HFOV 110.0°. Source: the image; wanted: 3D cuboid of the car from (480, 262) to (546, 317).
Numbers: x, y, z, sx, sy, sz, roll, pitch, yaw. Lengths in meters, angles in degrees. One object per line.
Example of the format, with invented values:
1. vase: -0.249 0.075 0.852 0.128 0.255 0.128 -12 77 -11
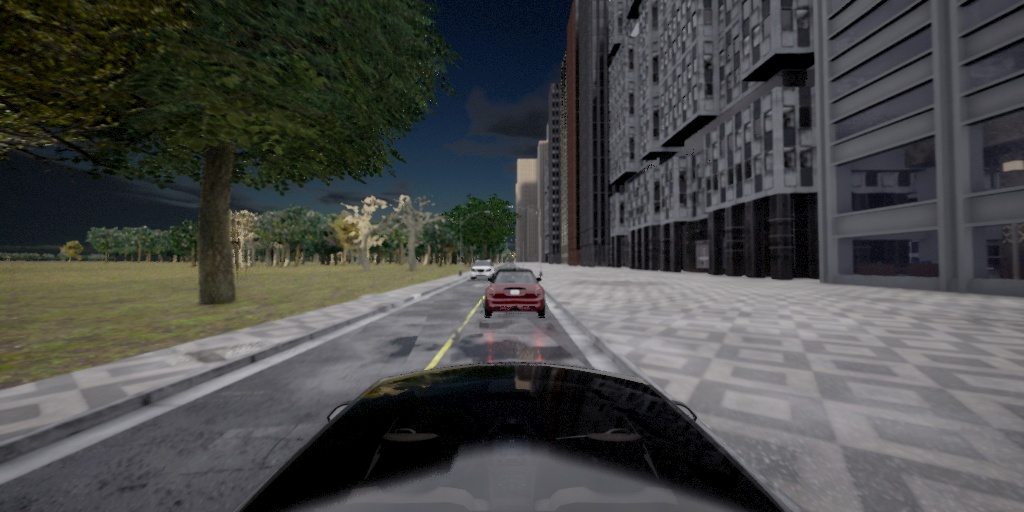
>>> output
1. car: 0.100 1.245 13.971 2.097 1.767 4.553 0 -1 0

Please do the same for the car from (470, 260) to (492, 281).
1. car: -2.992 1.411 37.087 2.150 2.045 5.566 0 -1 0
